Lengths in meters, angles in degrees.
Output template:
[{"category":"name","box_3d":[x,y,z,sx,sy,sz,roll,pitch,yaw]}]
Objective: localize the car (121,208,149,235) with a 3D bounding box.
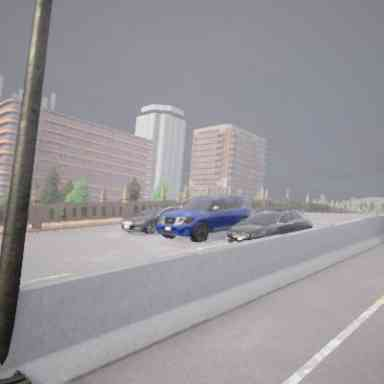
[{"category":"car","box_3d":[-1.686,1.512,18.900,2.128,1.511,4.902,0,0,43]}]

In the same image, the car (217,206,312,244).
[{"category":"car","box_3d":[3.439,1.482,14.131,1.837,1.490,4.892,0,0,43]}]

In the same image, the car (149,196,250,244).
[{"category":"car","box_3d":[0.847,1.220,16.487,2.150,2.045,5.566,0,0,43]}]
